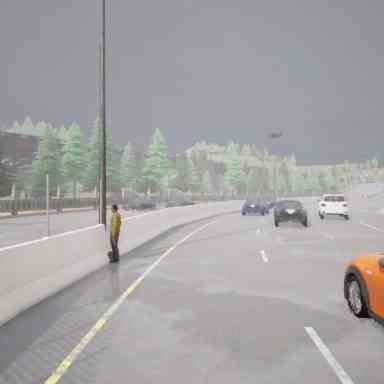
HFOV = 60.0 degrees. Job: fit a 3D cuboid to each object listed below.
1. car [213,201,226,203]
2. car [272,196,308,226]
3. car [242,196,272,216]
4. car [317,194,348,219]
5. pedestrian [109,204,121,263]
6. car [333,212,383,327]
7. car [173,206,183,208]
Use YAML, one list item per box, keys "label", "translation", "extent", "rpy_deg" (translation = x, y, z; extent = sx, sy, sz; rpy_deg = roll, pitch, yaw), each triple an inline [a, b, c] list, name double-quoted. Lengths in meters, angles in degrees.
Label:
- label: "car"
  translation: [4.255, 1.491, 46.134]
  extent: [2.128, 1.511, 4.902]
  rpy_deg: [0, 0, 27]
- label: "car"
  translation: [6.973, 1.352, 23.649]
  extent: [2.097, 1.767, 4.553]
  rpy_deg: [0, 0, 15]
- label: "car"
  translation: [6.434, 1.352, 33.257]
  extent: [2.097, 1.767, 4.553]
  rpy_deg: [0, 0, 20]
- label: "car"
  translation: [12.295, 1.222, 29.152]
  extent: [2.150, 2.045, 5.566]
  rpy_deg: [0, 0, 20]
- label: "pedestrian"
  translation: [-2.442, 1.294, 10.528]
  extent: [0.375, 1.860, 0.375]
  rpy_deg: [0, 0, 6]
- label: "car"
  translation: [3.870, 1.353, 4.488]
  extent: [2.097, 1.767, 4.553]
  rpy_deg: [0, 0, 3]
- label: "car"
  translation: [-1.533, 1.351, 41.996]
  extent: [2.097, 1.767, 4.553]
  rpy_deg: [0, 0, 24]
